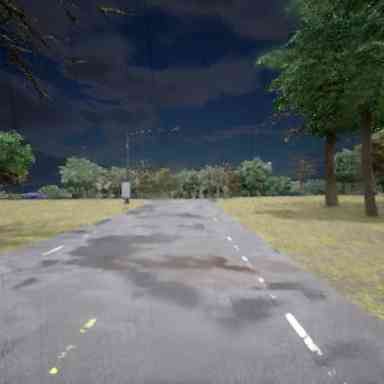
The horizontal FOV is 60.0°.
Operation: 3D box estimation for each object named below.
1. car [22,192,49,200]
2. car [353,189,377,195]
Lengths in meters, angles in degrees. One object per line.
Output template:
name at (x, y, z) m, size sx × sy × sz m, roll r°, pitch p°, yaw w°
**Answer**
car at (-28.861, 0.818, 61.292) m, size 4.674 × 1.442 × 1.812 m, roll 0°, pitch -2°, yaw 1°
car at (35.677, 0.103, 68.756) m, size 4.674 × 1.442 × 1.812 m, roll -1°, pitch -2°, yaw -1°
